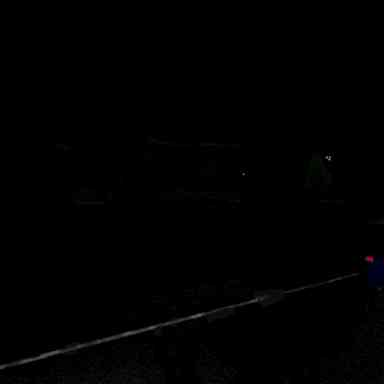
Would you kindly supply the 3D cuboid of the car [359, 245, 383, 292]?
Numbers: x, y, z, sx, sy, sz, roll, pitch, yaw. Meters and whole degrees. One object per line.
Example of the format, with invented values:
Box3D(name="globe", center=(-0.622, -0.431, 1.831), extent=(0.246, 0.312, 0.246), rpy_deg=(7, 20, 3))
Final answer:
Box3D(name="car", center=(5.861, 1.618, 7.928), extent=(4.181, 1.385, 1.994), rpy_deg=(0, 0, -36))
